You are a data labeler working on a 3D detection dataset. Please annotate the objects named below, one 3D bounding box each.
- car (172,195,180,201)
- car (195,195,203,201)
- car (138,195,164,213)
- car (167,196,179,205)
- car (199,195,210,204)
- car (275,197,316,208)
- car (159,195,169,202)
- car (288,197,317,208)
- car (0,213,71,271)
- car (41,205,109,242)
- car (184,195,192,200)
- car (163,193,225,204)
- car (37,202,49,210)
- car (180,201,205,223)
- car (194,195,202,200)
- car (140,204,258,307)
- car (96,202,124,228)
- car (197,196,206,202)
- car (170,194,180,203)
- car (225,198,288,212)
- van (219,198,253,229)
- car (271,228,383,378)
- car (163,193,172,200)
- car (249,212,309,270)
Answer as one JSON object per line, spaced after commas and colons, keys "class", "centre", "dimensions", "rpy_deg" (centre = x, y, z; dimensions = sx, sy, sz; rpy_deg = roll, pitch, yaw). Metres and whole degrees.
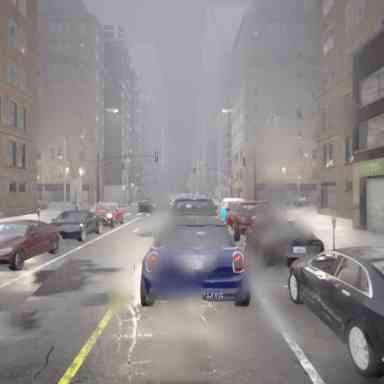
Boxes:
{"class": "car", "centre": [-3.854, 1.562, 81.107], "dimensions": [1.994, 1.385, 4.181], "rpy_deg": [0, 0, -1]}
{"class": "car", "centre": [1.824, 1.602, 88.395], "dimensions": [1.802, 1.307, 4.206], "rpy_deg": [0, 0, -1]}
{"class": "car", "centre": [-3.783, 1.336, 33.621], "dimensions": [2.097, 1.767, 4.553], "rpy_deg": [-1, 0, -32]}
{"class": "car", "centre": [-3.435, 1.488, 61.728], "dimensions": [2.128, 1.511, 4.902], "rpy_deg": [0, 0, -1]}
{"class": "car", "centre": [2.386, 1.439, 65.786], "dimensions": [1.967, 1.590, 4.097], "rpy_deg": [0, 0, -1]}
{"class": "car", "centre": [15.047, 1.520, 48.741], "dimensions": [5.357, 1.411, 2.033], "rpy_deg": [0, 0, 0]}
{"class": "car", "centre": [-6.417, 1.447, 76.889], "dimensions": [1.967, 1.590, 4.097], "rpy_deg": [0, 0, -1]}
{"class": "car", "centre": [14.912, 1.461, 45.489], "dimensions": [4.902, 1.511, 2.128], "rpy_deg": [0, 0, 0]}
{"class": "car", "centre": [-5.694, 1.578, 10.817], "dimensions": [1.802, 1.307, 4.206], "rpy_deg": [0, 0, 0]}
{"class": "car", "centre": [-5.710, 1.559, 16.342], "dimensions": [1.947, 1.339, 4.313], "rpy_deg": [0, 0, 0]}
{"class": "car", "centre": [-1.099, 1.577, 91.021], "dimensions": [1.994, 1.385, 4.181], "rpy_deg": [0, 0, -1]}
{"class": "car", "centre": [0.058, 1.215, 15.487], "dimensions": [2.150, 2.045, 5.566], "rpy_deg": [0, 0, 0]}
{"class": "car", "centre": [-18.855, 1.562, 38.502], "dimensions": [4.181, 1.385, 1.994], "rpy_deg": [0, 0, 0]}
{"class": "car", "centre": [0.025, 1.515, 26.053], "dimensions": [1.812, 1.442, 4.674], "rpy_deg": [0, 0, -1]}
{"class": "car", "centre": [1.682, 1.580, 94.048], "dimensions": [1.887, 1.381, 4.507], "rpy_deg": [0, 0, -1]}
{"class": "car", "centre": [0.030, 1.349, 8.137], "dimensions": [2.097, 1.767, 4.553], "rpy_deg": [0, 0, -1]}
{"class": "car", "centre": [-5.726, 1.431, 21.867], "dimensions": [1.967, 1.590, 4.097], "rpy_deg": [0, 0, 0]}
{"class": "car", "centre": [2.105, 1.589, 77.093], "dimensions": [1.802, 1.307, 4.206], "rpy_deg": [0, 0, -1]}
{"class": "car", "centre": [-3.613, 1.358, 71.361], "dimensions": [2.097, 1.767, 4.553], "rpy_deg": [0, 0, -1]}
{"class": "car", "centre": [2.816, 1.308, 16.374], "dimensions": [2.192, 1.841, 5.009], "rpy_deg": [0, 0, 0]}
{"class": "van", "centre": [2.800, 1.332, 21.897], "dimensions": [1.690, 1.788, 3.998], "rpy_deg": [0, 0, 0]}
{"class": "car", "centre": [2.848, 1.548, 5.326], "dimensions": [2.008, 1.369, 4.403], "rpy_deg": [0, 0, 0]}
{"class": "car", "centre": [-6.841, 1.350, 93.850], "dimensions": [2.192, 1.841, 5.009], "rpy_deg": [0, 0, -1]}
{"class": "car", "centre": [2.831, 1.561, 10.850], "dimensions": [1.947, 1.339, 4.313], "rpy_deg": [0, 0, 0]}
